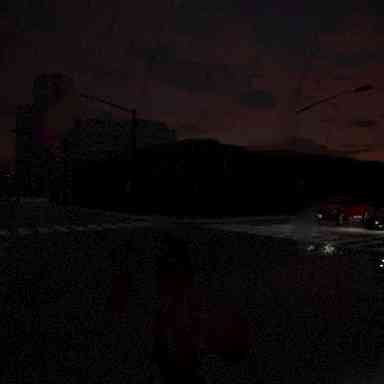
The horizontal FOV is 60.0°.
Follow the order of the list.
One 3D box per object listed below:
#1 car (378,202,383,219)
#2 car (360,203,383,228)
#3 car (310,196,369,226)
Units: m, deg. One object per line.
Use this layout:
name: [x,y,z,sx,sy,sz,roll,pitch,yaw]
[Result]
car: [19.242,1.664,30.570,4.892,1.490,1.837,0,0,-35]
car: [13.448,1.639,22.149,4.674,1.442,1.812,0,0,-36]
car: [11.250,1.334,24.886,5.566,2.045,2.150,0,0,-35]
